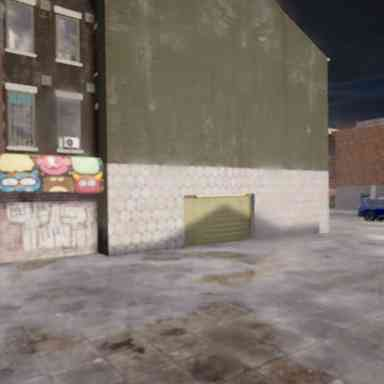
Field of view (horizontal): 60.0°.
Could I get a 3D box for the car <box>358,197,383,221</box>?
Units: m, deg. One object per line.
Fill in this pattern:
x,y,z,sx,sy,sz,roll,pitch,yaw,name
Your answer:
16.577,1.475,27.244,2.150,2.045,5.566,-1,0,-35,car
